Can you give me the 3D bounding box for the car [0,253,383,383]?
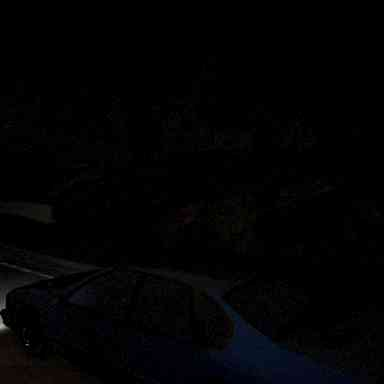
[{"bbox_3d":[-0.317,1.548,4.243,5.357,1.411,2.033,0,0,36],"label":"car"}]
